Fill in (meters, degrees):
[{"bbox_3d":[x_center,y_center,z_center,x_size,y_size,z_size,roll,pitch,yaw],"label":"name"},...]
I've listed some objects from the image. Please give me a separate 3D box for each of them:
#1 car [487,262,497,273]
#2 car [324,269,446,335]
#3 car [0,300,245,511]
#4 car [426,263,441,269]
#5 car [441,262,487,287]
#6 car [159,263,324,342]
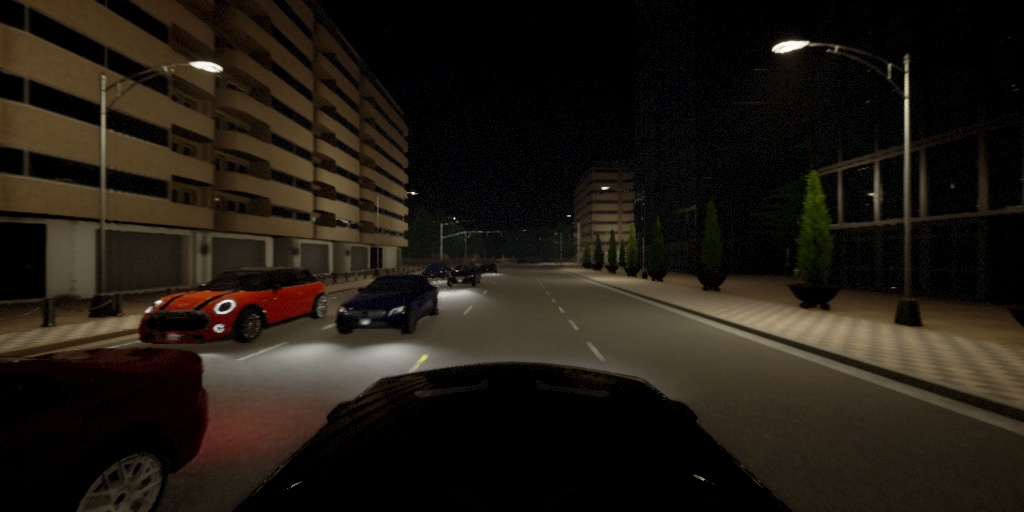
[{"bbox_3d":[-2.835,1.399,43.982,1.994,1.385,4.181,0,0,1],"label":"car"},{"bbox_3d":[-3.429,1.292,10.763,1.812,1.442,4.674,0,0,1],"label":"car"},{"bbox_3d":[-3.574,1.223,1.000,1.882,1.535,5.008,0,0,0],"label":"car"},{"bbox_3d":[-6.611,1.330,32.143,1.812,1.442,4.674,0,0,1],"label":"car"},{"bbox_3d":[-3.250,1.284,25.242,2.128,1.511,4.902,0,0,1],"label":"car"},{"bbox_3d":[-7.030,1.110,9.718,2.097,1.767,4.553,0,0,1],"label":"car"}]
